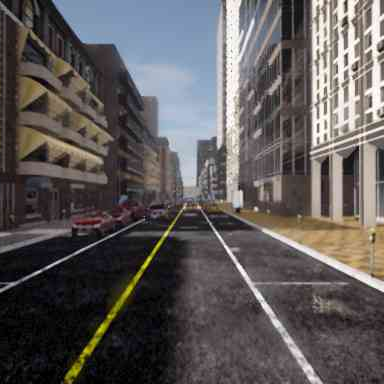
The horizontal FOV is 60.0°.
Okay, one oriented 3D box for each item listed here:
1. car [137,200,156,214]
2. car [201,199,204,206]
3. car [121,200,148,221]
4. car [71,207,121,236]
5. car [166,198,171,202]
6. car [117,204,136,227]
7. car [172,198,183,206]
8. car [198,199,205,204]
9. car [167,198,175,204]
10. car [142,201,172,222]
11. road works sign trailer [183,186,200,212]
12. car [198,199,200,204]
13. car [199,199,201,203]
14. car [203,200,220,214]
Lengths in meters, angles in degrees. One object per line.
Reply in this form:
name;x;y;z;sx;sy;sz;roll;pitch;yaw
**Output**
car;-5.729;1.895;42.286;1.967;1.590;4.097;0;-1;0
car;2.646;1.957;47.941;1.967;1.590;4.097;0;-1;0
car;-5.720;1.647;30.990;2.192;1.841;5.009;0;-1;0
car;-5.709;1.790;19.691;1.802;1.307;4.206;0;-1;0
car;-5.751;2.272;64.877;1.947;1.339;4.313;0;-1;0
car;-5.714;1.852;25.339;1.802;1.307;4.206;0;-1;0
car;-3.067;2.324;73.673;2.128;1.511;4.902;0;-1;0
car;2.604;2.576;93.125;1.887;1.381;4.507;0;-1;0
car;-5.776;2.472;93.119;1.967;1.590;4.097;0;-1;0
car;-3.125;1.850;30.323;1.812;1.442;4.674;0;-1;0
road works sign trailer;-0.044;0.983;48.108;2.380;3.560;2.880;0;-1;0
car;2.631;2.271;64.885;1.947;1.339;4.313;0;-1;0
car;2.640;2.129;53.589;2.008;1.369;4.403;0;-1;0
car;2.651;1.982;42.463;1.752;1.417;4.829;0;-1;0
